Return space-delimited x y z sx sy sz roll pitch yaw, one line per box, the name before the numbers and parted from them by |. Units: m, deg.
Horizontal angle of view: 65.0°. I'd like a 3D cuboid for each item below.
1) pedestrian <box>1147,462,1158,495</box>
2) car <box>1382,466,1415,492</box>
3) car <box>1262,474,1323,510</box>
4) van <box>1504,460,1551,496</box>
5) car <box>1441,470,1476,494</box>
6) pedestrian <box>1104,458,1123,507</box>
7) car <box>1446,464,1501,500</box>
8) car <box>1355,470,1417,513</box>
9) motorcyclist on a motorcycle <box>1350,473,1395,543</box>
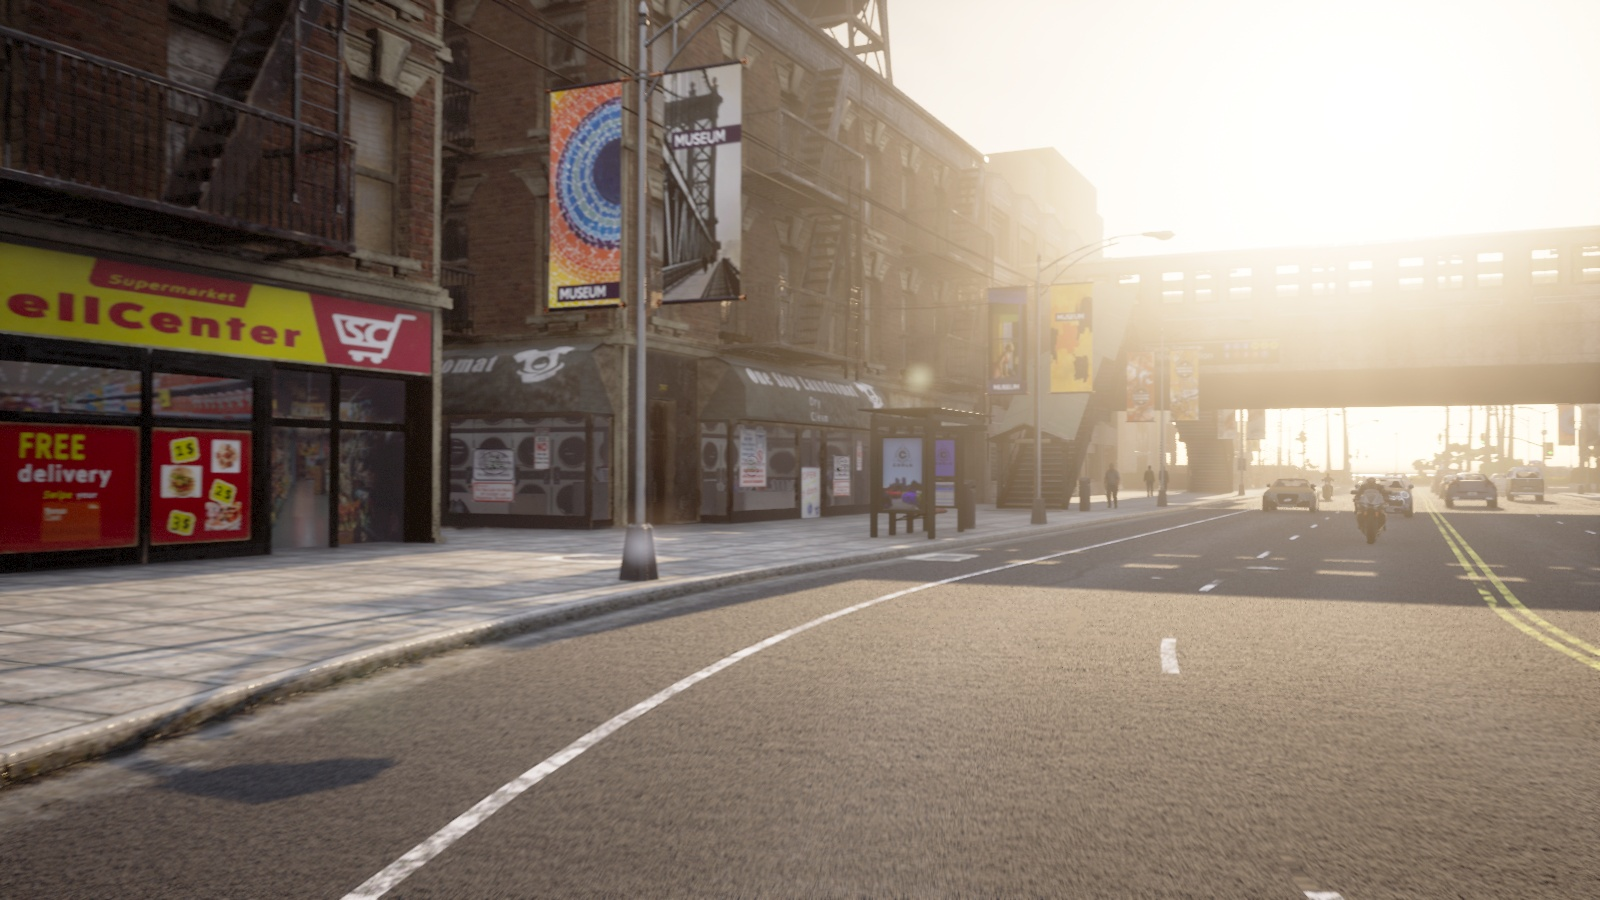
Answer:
pedestrian | 20.013 1.605 71.364 0.431 1.840 0.709 -1 -1 30
car | 42.395 2.031 88.921 2.097 1.767 4.553 -1 -1 26
car | 20.229 1.678 51.464 1.994 1.385 4.181 -1 -1 26
van | 43.437 1.660 75.019 2.069 2.038 4.480 -1 -1 26
car | 42.409 2.044 80.918 1.837 1.490 4.892 -1 -1 26
pedestrian | 12.118 1.247 48.524 0.540 1.848 0.694 -1 -1 27
car | 32.405 1.507 60.517 2.152 1.651 5.027 -1 -1 26
car | 21.466 1.484 45.984 1.970 1.475 3.806 -1 -1 26
motorcyclist on a motorcycle | 13.031 1.287 28.542 0.866 1.530 2.191 -1 -1 26
